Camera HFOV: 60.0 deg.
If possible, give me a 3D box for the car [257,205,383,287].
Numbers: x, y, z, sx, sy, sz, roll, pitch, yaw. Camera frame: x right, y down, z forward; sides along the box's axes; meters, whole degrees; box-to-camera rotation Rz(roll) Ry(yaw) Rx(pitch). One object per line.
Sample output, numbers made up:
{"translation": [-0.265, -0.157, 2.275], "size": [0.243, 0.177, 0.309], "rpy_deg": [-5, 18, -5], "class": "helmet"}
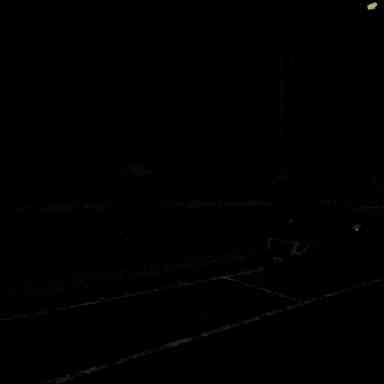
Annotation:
{"translation": [4.125, 1.313, 9.479], "size": [5.009, 1.841, 2.192], "rpy_deg": [0, 0, -36], "class": "car"}
